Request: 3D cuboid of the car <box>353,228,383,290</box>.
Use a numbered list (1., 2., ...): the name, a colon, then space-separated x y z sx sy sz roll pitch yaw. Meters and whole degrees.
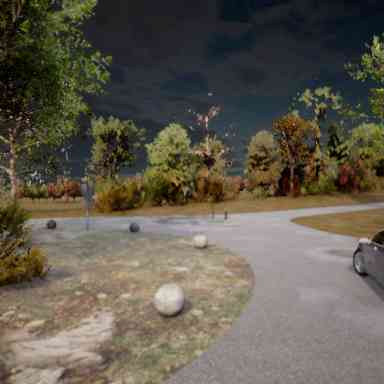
1. car: 4.913 1.466 7.126 1.837 1.490 4.892 0 0 15
